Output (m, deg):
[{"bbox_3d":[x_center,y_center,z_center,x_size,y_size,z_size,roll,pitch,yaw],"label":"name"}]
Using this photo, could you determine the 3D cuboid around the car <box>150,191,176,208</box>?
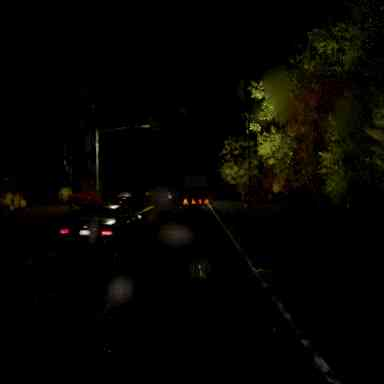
[{"bbox_3d":[-2.739,0.829,34.034,1.994,1.385,4.181,1,0,1],"label":"car"}]

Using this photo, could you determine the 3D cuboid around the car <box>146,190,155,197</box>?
[{"bbox_3d":[-8.710,0.284,71.752,1.882,1.535,5.008,0,1,1],"label":"car"}]

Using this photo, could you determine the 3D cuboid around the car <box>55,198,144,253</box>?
[{"bbox_3d":[-2.989,1.162,11.874,2.033,1.411,5.357,2,1,1],"label":"car"}]

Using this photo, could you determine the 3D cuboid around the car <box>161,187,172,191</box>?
[{"bbox_3d":[-5.462,0.018,71.643,2.150,2.045,5.566,0,1,1],"label":"car"}]

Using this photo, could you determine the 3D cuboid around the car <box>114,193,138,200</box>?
[{"bbox_3d":[-6.296,0.779,31.273,1.994,1.385,4.181,-2,-2,0],"label":"car"}]

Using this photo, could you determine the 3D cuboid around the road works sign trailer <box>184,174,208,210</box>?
[{"bbox_3d":[0.385,-0.083,34.067,2.380,3.560,2.880,0,1,1],"label":"road works sign trailer"}]

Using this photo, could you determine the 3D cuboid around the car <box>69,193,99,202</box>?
[{"bbox_3d":[-9.582,0.780,30.363,1.882,1.535,5.008,1,-8,0],"label":"car"}]
